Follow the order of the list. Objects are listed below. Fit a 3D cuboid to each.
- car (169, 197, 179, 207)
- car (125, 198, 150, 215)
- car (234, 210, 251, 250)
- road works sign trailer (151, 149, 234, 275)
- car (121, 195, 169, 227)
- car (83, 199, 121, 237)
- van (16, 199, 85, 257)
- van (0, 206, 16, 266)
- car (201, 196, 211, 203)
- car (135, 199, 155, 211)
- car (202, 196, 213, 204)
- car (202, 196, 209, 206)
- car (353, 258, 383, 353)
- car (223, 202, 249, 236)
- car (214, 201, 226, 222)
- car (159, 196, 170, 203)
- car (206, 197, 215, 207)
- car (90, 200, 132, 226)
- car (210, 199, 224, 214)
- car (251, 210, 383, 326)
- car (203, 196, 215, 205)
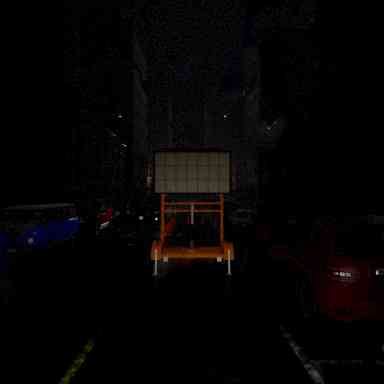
[{"bbox_3d":[-2.968,1.459,50.505,2.128,1.511,4.902,0,0,0],"label":"car"},{"bbox_3d":[-5.656,1.421,34.931,1.967,1.590,4.097,-1,0,0],"label":"car"},{"bbox_3d":[2.863,1.577,12.582,1.802,1.307,4.206,-1,0,0],"label":"car"},{"bbox_3d":[0.011,0.461,10.400,2.380,3.560,2.880,0,0,0],"label":"road works sign trailer"},{"bbox_3d":[-3.087,1.211,22.951,2.150,2.045,5.566,0,0,0],"label":"car"},{"bbox_3d":[-5.669,1.307,18.175,2.192,1.841,5.009,-1,0,0],"label":"car"},{"bbox_3d":[-5.672,1.336,12.589,1.690,1.788,3.998,-1,0,0],"label":"van"},{"bbox_3d":[-5.676,1.339,7.003,1.690,1.788,3.998,-1,0,0],"label":"van"},{"bbox_3d":[2.914,1.527,68.441,1.802,1.307,4.206,-1,0,0],"label":"car"},{"bbox_3d":[-5.650,1.559,40.518,1.802,1.307,4.206,-1,0,0],"label":"car"},{"bbox_3d":[2.909,1.518,62.856,1.947,1.339,4.313,-1,0,0],"label":"car"},{"bbox_3d":[2.898,1.517,51.684,2.008,1.369,4.403,-1,0,0],"label":"car"},{"bbox_3d":[2.852,1.525,1.581,1.752,1.417,4.829,-1,0,0],"label":"car"},{"bbox_3d":[2.867,1.517,18.339,1.752,1.417,4.829,-1,0,0],"label":"car"},{"bbox_3d":[2.873,1.555,23.754,1.947,1.339,4.313,-1,0,0],"label":"car"},{"bbox_3d":[-5.631,1.490,68.446,1.887,1.381,4.507,-1,0,0],"label":"car"},{"bbox_3d":[2.883,1.532,34.926,2.008,1.369,4.403,-1,0,0],"label":"car"},{"bbox_3d":[-5.664,1.429,23.760,1.967,1.590,4.097,-1,0,0],"label":"car"},{"bbox_3d":[2.878,1.551,29.340,1.947,1.339,4.313,-1,0,0],"label":"car"},{"bbox_3d":[2.854,1.313,6.997,2.192,1.841,5.009,-1,0,0],"label":"car"},{"bbox_3d":[2.903,1.485,57.439,1.752,1.417,4.829,-1,0,0],"label":"car"}]
